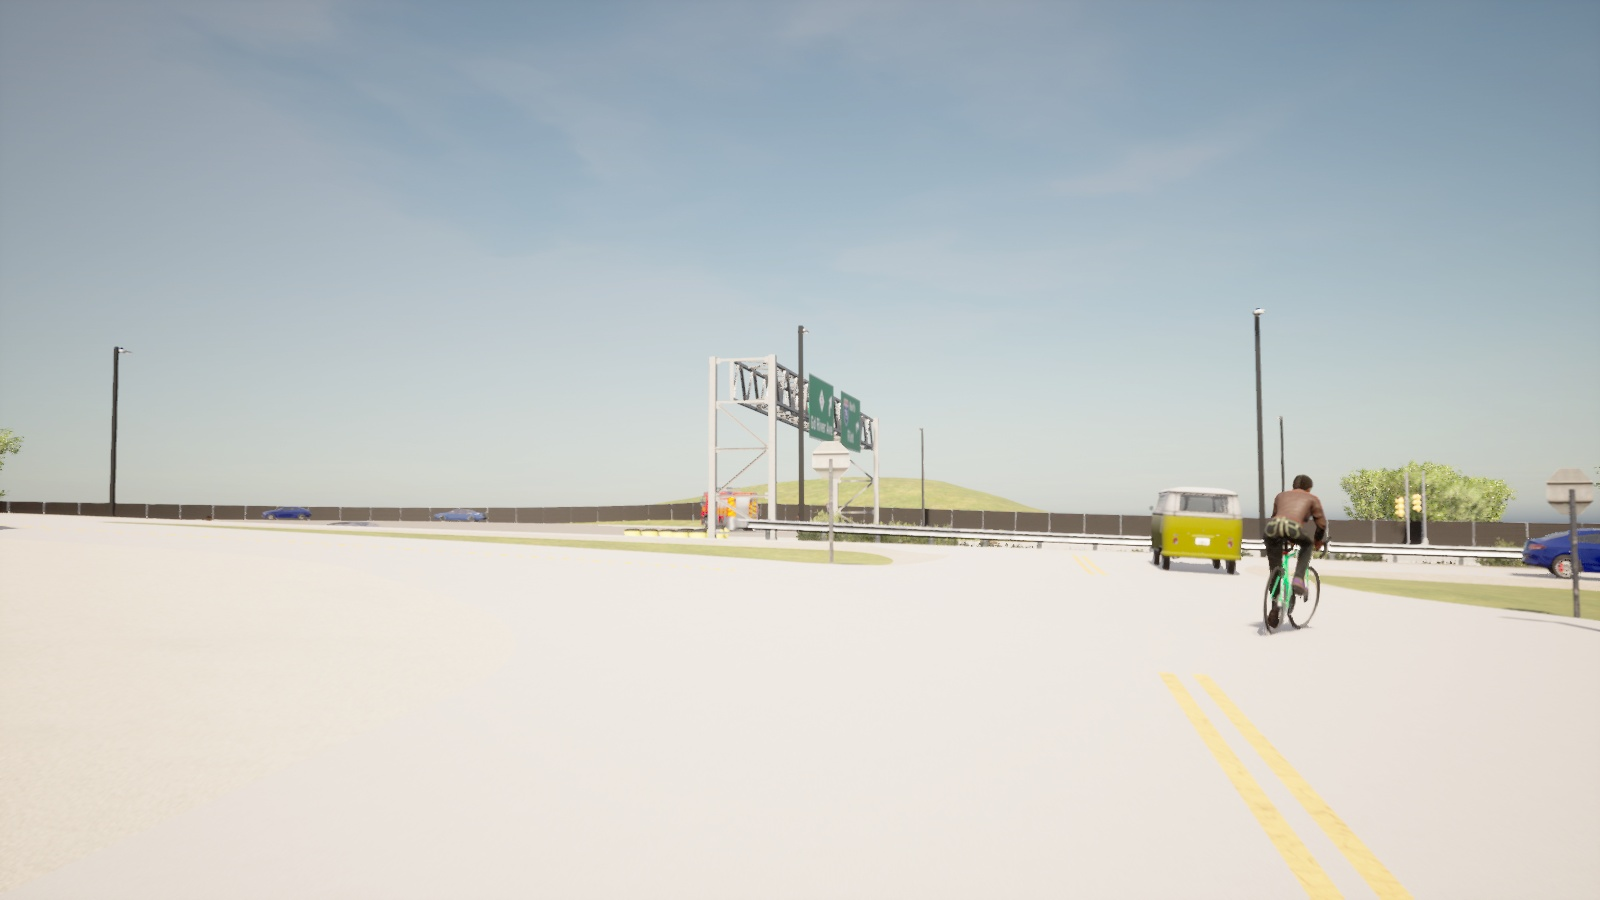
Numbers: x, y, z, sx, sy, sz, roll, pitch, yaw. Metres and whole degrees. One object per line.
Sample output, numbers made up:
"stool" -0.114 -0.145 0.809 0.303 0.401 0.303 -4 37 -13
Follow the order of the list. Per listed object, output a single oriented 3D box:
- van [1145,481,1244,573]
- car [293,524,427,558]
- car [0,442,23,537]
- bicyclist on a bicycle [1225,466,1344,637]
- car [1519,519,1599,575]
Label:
"van" 9.516 1.819 30.587 1.775 1.987 4.442 2 -2 12
"car" -19.497 4.028 55.735 5.357 1.411 2.033 0 -3 15
"car" -14.549 0.572 19.968 3.633 1.501 1.845 1 -3 22
"bicyclist on a bicycle" 5.020 1.032 12.958 0.582 1.620 1.656 3 -1 38
"car" 22.743 2.744 34.910 4.674 1.442 1.812 1 -2 26
